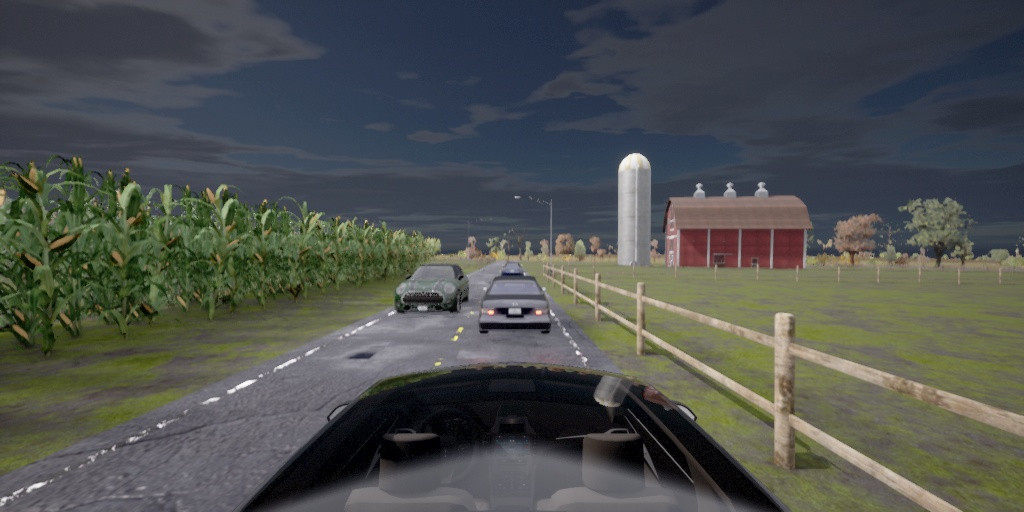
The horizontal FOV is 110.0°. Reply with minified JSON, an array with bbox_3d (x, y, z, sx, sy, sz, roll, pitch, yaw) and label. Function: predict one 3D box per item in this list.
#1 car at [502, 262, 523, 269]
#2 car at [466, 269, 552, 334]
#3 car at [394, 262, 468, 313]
[{"bbox_3d":[0.043,1.232,32.732,1.994,1.385,4.181,0,0,0],"label":"car"},{"bbox_3d":[0.074,1.272,10.506,2.033,1.411,5.357,0,0,0],"label":"car"},{"bbox_3d":[-2.854,1.068,13.672,2.097,1.767,4.553,0,0,0],"label":"car"}]
